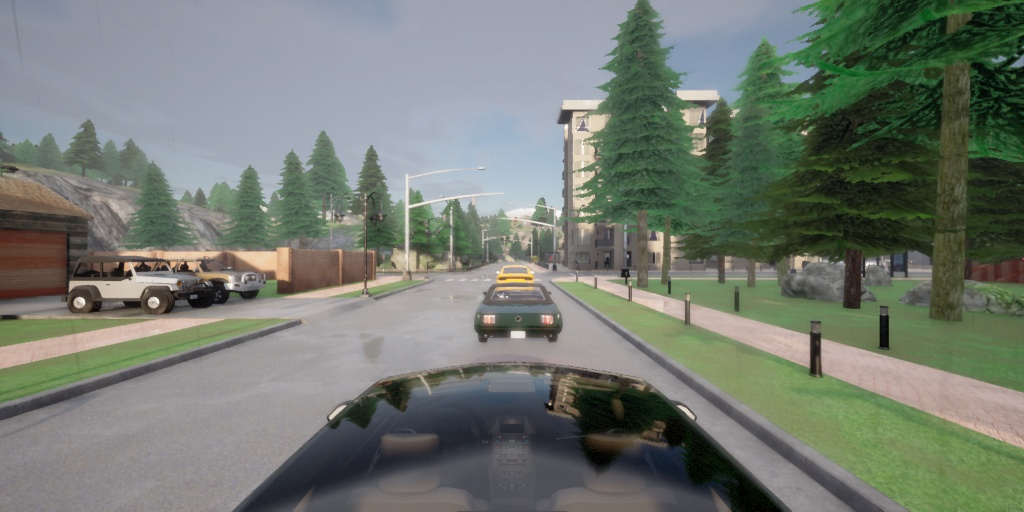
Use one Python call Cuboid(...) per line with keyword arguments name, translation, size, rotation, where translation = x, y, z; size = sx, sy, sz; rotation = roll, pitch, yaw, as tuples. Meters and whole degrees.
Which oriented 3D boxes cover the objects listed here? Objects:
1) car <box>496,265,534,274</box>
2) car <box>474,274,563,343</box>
Cuboid(name="car", translation=(0.175, 1.228, 19.022), size=(1.882, 1.535, 5.008), rotation=(0, 0, 0))
Cuboid(name="car", translation=(0.146, 1.351, 9.683), size=(1.895, 1.301, 4.718), rotation=(0, 0, 0))
